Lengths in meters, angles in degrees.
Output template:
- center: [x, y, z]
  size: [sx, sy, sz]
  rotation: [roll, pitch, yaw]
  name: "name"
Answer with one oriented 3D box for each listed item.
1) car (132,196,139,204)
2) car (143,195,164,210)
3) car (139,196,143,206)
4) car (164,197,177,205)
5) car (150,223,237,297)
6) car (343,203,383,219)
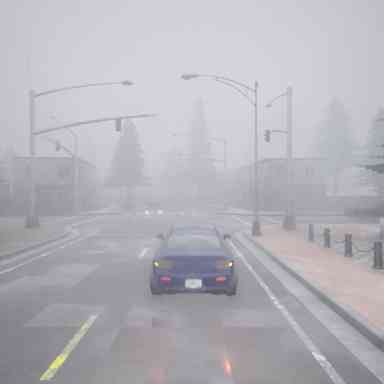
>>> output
- center: [-10.081, 1.477, 62.775]
  size: [1.837, 1.490, 4.892]
  rotation: [0, 0, -23]
  name: "car"
- center: [-4.938, 1.448, 43.082]
  size: [1.882, 1.535, 5.008]
  rotation: [0, 0, -6]
  name: "car"
- center: [-6.688, 1.323, 52.969]
  size: [2.097, 1.767, 4.553]
  rotation: [0, 0, -15]
  name: "car"
- center: [-3.992, 1.535, 57.038]
  size: [1.994, 1.385, 4.181]
  rotation: [0, 0, -17]
  name: "car"
- center: [0.041, 1.526, 8.475]
  size: [1.812, 1.442, 4.674]
  rotation: [0, 0, 0]
  name: "car"
- center: [15.443, 1.588, 28.130]
  size: [4.718, 1.301, 1.895]
  rotation: [0, 0, 2]
  name: "car"
